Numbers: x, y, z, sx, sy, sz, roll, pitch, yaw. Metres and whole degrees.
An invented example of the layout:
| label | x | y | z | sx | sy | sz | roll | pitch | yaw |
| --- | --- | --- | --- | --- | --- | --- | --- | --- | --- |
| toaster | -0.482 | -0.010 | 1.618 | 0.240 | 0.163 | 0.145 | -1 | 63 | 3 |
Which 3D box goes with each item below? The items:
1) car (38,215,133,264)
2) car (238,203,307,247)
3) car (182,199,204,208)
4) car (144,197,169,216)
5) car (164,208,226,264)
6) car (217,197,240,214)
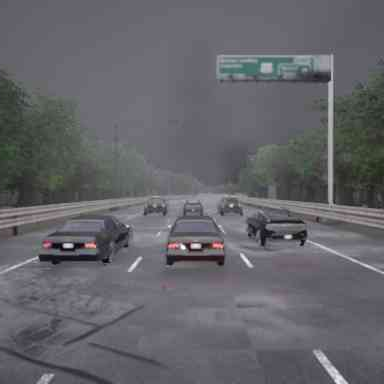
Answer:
| label | x | y | z | sx | sy | sz | roll | pitch | yaw |
| --- | --- | --- | --- | --- | --- | --- | --- | --- | --- |
| car | -3.396 | 1.518 | 11.635 | 2.033 | 1.411 | 5.357 | 0 | 0 | 0 |
| car | 3.603 | 1.456 | 14.879 | 2.128 | 1.511 | 4.902 | 0 | 0 | 0 |
| car | 0.107 | 1.444 | 32.733 | 2.128 | 1.511 | 4.902 | 0 | 0 | 0 |
| car | -3.391 | 1.305 | 32.490 | 2.097 | 1.767 | 4.553 | 0 | 0 | 0 |
| car | 0.102 | 1.518 | 11.590 | 2.033 | 1.411 | 5.357 | 0 | 0 | 0 |
| car | 3.608 | 1.305 | 32.496 | 2.097 | 1.767 | 4.553 | 0 | 0 | 0 |
